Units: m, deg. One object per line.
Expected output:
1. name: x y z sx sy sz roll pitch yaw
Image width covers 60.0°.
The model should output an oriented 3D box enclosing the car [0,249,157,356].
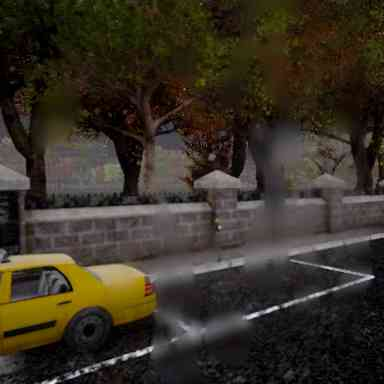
1. car: -2.850 1.522 4.528 4.829 1.417 1.752 -1 0 -36
